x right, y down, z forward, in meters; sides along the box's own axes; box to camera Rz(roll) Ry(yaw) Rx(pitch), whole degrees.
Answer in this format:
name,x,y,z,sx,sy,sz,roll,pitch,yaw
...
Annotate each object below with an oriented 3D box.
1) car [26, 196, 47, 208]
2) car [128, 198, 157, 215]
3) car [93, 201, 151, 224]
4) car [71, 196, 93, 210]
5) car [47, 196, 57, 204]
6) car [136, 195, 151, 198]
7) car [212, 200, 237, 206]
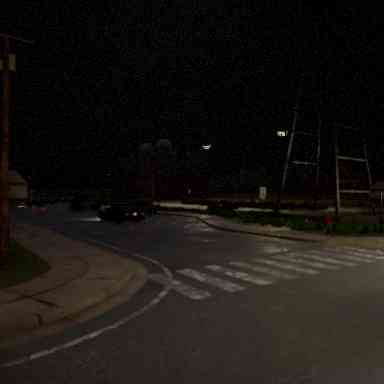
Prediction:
name,x,y,z,sx,sy,sz,roll,pitch,yaw
car,-24.090,1.615,50.945,1.812,1.442,4.674,1,0,-37
car,-5.654,1.639,33.559,4.193,1.474,1.816,1,0,-36
car,-5.584,1.641,25.919,2.033,1.411,5.357,1,0,-37
car,-14.073,1.440,44.105,3.866,1.878,1.905,1,0,-36
car,-28.369,1.605,63.639,4.611,1.667,2.242,1,0,-36
car,-9.395,1.555,60.155,4.605,1.855,1.932,1,0,-36
car,4.023,1.770,42.119,3.905,1.438,1.784,1,0,-36
